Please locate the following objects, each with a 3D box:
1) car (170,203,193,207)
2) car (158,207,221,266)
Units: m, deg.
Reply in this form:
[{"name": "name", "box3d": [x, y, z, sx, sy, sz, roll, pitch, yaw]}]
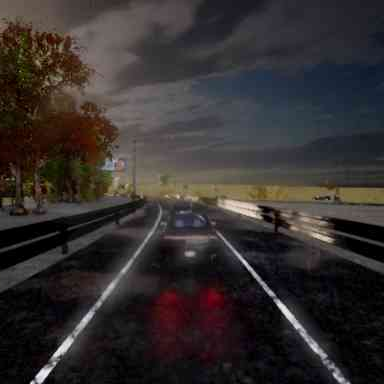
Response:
[{"name": "car", "box3d": [-0.847, 1.552, 27.469, 1.994, 1.385, 4.181, 0, 0, -4]}, {"name": "car", "box3d": [-0.115, 1.483, 11.528, 2.128, 1.511, 4.902, 0, 0, -2]}]
